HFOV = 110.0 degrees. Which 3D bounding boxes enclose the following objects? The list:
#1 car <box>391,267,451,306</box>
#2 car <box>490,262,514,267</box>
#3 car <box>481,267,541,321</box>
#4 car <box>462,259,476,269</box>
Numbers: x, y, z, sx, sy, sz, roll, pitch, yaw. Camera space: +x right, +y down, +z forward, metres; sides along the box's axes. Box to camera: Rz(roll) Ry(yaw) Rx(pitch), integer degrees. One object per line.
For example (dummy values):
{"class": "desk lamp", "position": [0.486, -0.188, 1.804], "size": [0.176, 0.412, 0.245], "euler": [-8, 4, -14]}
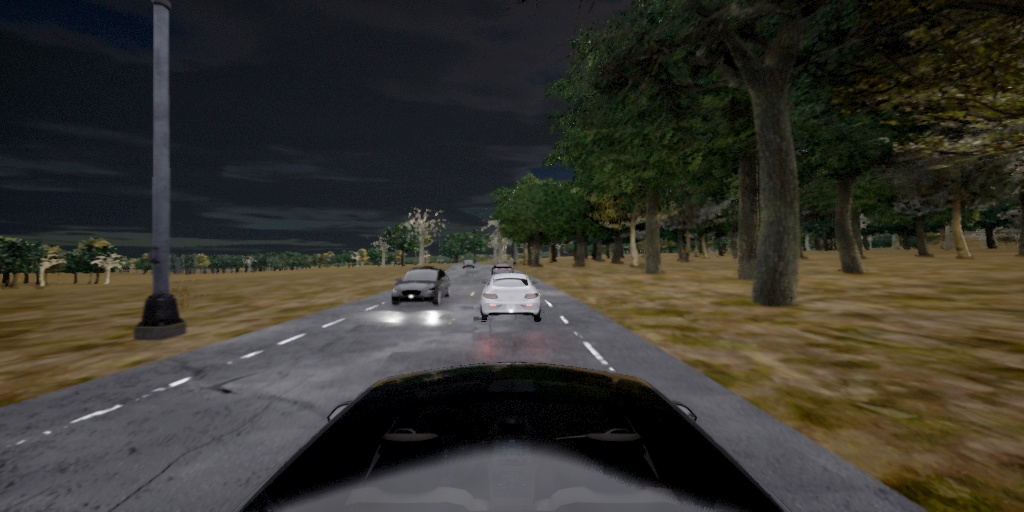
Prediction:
{"class": "car", "position": [-3.858, 1.263, 15.863], "size": [1.837, 1.490, 4.892], "euler": [0, 0, -2]}
{"class": "car", "position": [-0.865, 1.260, 31.028], "size": [2.128, 1.511, 4.902], "euler": [0, 0, -3]}
{"class": "car", "position": [-0.077, 1.283, 12.353], "size": [1.812, 1.442, 4.674], "euler": [0, 0, -1]}
{"class": "car", "position": [-6.851, 1.299, 57.179], "size": [1.837, 1.490, 4.892], "euler": [0, 0, -6]}
